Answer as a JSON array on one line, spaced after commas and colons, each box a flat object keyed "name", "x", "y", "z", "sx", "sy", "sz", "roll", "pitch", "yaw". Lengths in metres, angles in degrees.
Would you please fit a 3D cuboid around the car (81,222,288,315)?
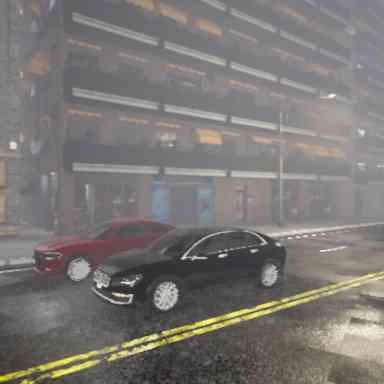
[{"name": "car", "x": 0.193, "y": 1.568, "z": 7.816, "sx": 4.892, "sy": 1.490, "sz": 1.837, "roll": 0, "pitch": -1, "yaw": -36}]

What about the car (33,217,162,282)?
[{"name": "car", "x": -2.103, "y": 1.553, "z": 10.170, "sx": 5.008, "sy": 1.535, "sz": 1.882, "roll": 0, "pitch": -1, "yaw": -36}]
